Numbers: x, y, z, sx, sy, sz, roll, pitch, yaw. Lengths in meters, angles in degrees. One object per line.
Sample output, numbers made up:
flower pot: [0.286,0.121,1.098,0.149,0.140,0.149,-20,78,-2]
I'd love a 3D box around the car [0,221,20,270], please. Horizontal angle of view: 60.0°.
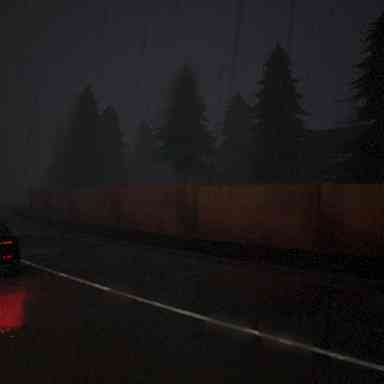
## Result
car: [-6.796,1.490,9.948,4.892,1.490,1.837,0,0,43]
